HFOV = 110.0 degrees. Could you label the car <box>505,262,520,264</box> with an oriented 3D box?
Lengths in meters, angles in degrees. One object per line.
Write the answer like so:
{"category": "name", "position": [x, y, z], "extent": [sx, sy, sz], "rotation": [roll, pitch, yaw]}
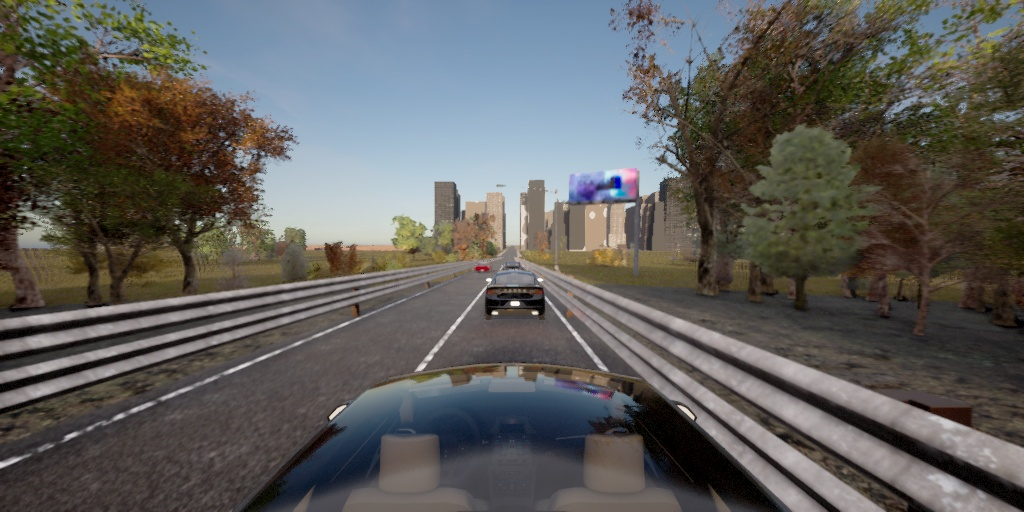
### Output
{"category": "car", "position": [0.064, 1.243, 32.465], "extent": [1.837, 1.490, 4.892], "rotation": [0, 0, 0]}

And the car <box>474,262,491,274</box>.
{"category": "car", "position": [-3.324, 1.336, 42.192], "extent": [1.895, 1.301, 4.718], "rotation": [0, 0, 0]}

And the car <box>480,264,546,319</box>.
{"category": "car", "position": [0.088, 1.223, 12.805], "extent": [1.882, 1.535, 5.008], "rotation": [0, 0, 0]}
